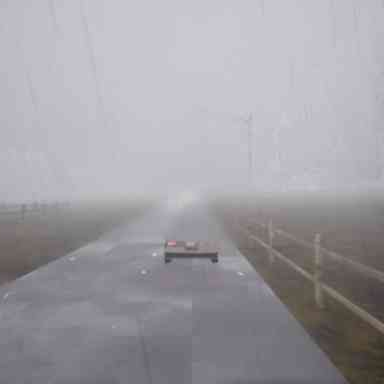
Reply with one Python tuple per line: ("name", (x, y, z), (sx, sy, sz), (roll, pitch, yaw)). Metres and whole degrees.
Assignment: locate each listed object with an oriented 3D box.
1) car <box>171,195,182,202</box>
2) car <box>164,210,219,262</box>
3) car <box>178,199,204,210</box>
("car", (-2.795, 1.127, 60.687), (1.895, 1.301, 4.718), (0, 1, 0))
("car", (0.003, 1.625, 12.489), (2.033, 1.411, 5.357), (0, 0, 1))
("car", (-0.003, 1.614, 27.445), (2.033, 1.411, 5.357), (0, 0, 0))
